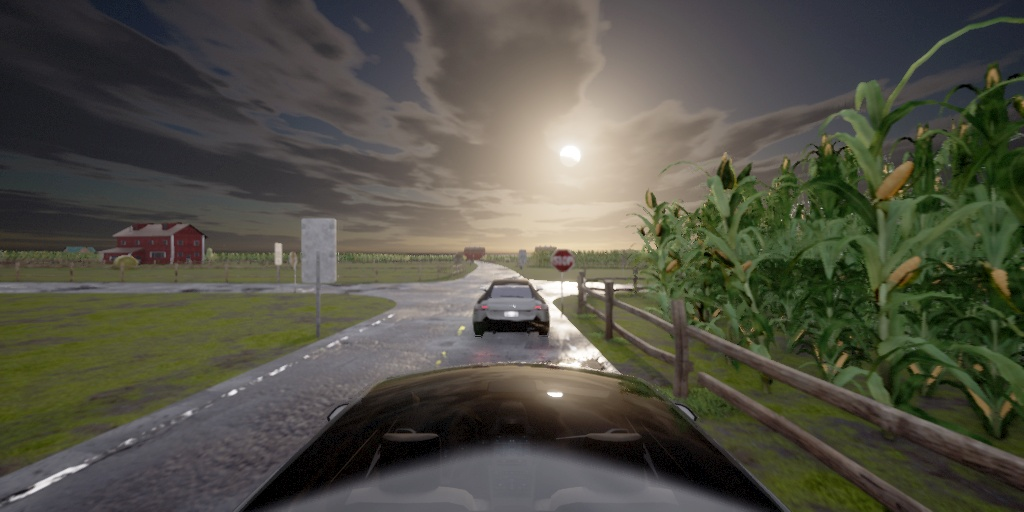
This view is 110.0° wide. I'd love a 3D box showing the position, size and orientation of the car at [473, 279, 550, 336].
[{"bbox_3d":[-0.017,1.378,10.625,1.994,1.385,4.181,0,0,0],"label":"car"}]
